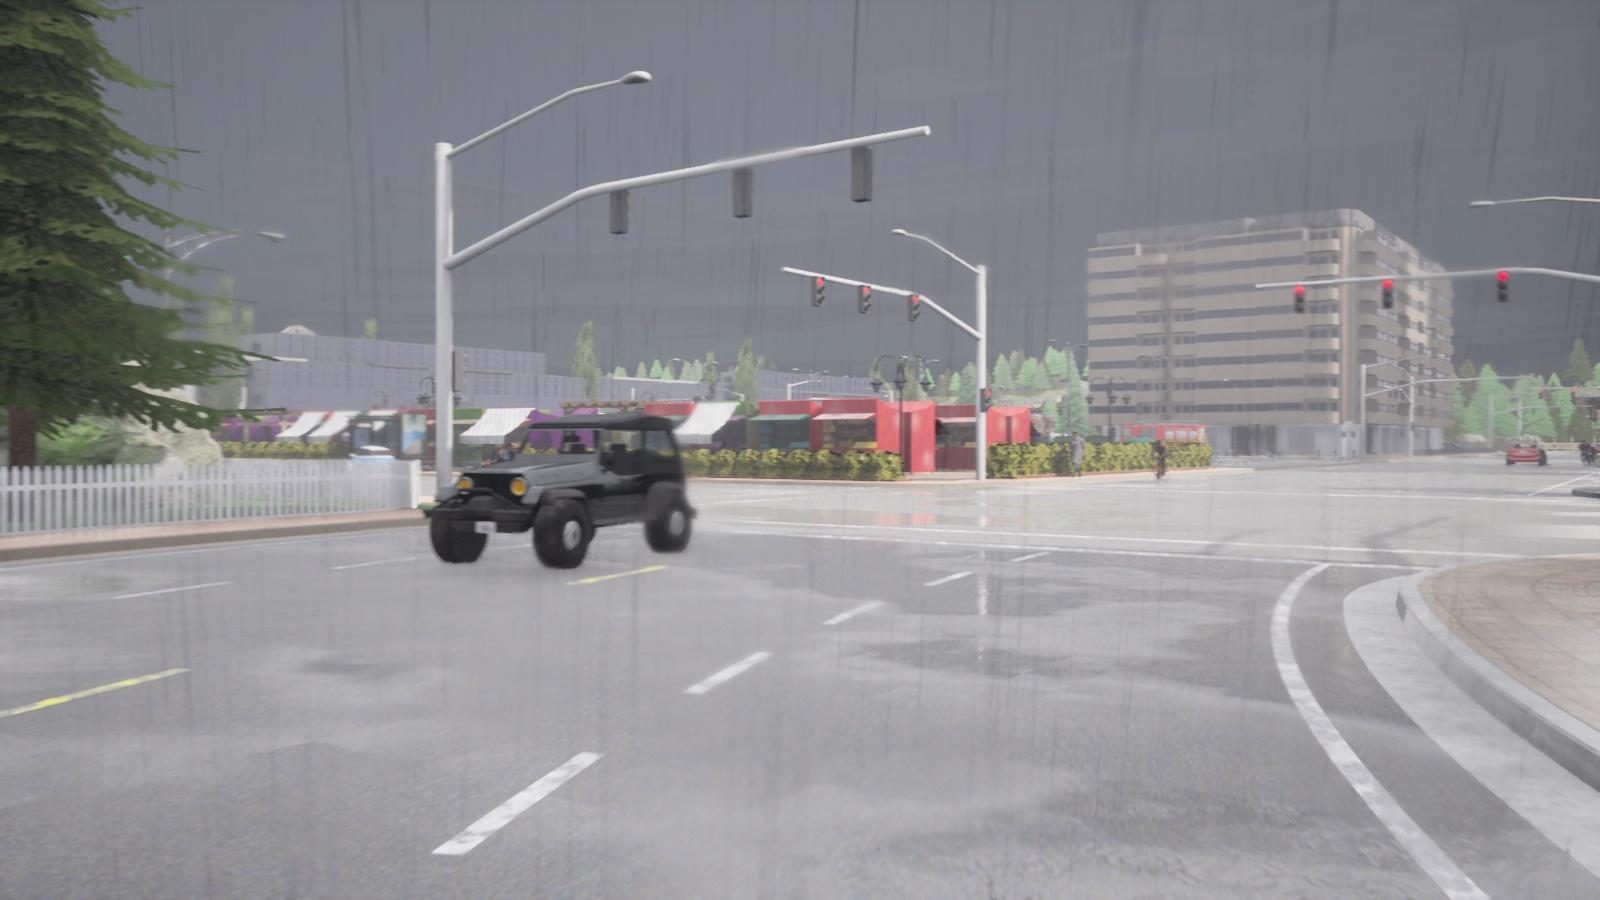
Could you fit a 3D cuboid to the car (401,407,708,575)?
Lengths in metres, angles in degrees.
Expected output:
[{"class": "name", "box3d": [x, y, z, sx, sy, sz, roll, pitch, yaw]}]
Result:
[{"class": "car", "box3d": [-2.995, 0.445, 16.131, 1.905, 1.878, 3.866, 0, 0, 26]}]

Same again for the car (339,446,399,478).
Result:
[{"class": "car", "box3d": [-19.069, 0.504, 55.565, 2.207, 1.376, 1.481, 1, 1, 36]}]

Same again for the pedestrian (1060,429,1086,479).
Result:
[{"class": "pedestrian", "box3d": [10.634, 0.145, 48.922, 0.659, 1.952, 0.873, 0, 0, 38]}]

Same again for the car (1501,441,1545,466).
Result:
[{"class": "car", "box3d": [49.612, 0.203, 86.109, 2.242, 1.667, 4.611, 0, 0, 35]}]
